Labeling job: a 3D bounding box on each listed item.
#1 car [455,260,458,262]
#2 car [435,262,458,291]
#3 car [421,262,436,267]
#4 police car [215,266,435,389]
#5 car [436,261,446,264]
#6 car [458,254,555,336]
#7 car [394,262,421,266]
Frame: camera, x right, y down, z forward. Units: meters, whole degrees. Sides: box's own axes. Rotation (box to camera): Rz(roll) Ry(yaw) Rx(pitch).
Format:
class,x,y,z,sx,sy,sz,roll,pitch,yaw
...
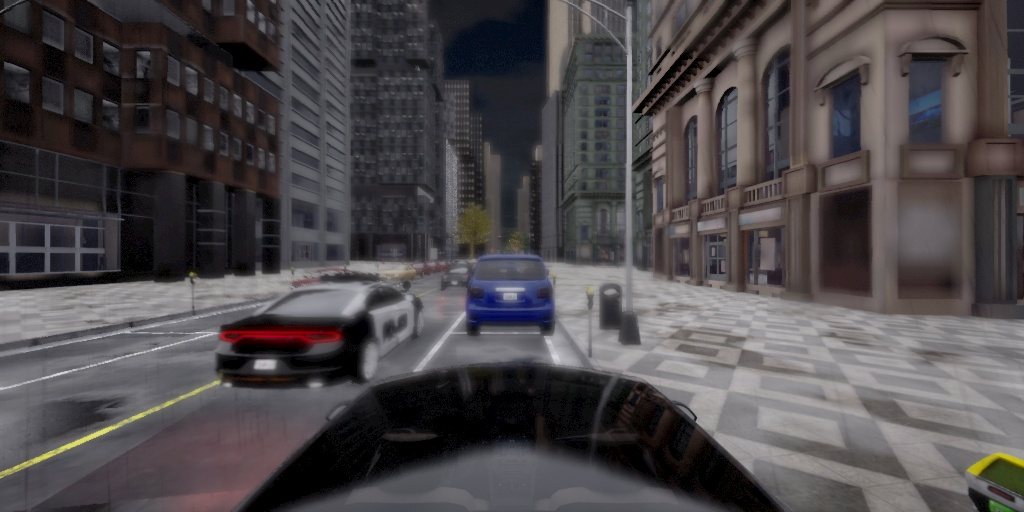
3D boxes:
class,x,y,z,sx,sy,sz,roll,pitch,yaw
car,-6.201,1.233,43.686,1.882,1.535,5.008,0,0,0
car,-3.096,1.277,21.784,1.812,1.442,4.674,0,0,1
car,-8.922,1.298,34.154,1.888,1.381,4.507,0,0,0
police car,-3.145,1.175,7.164,1.930,1.638,5.238,0,0,0
car,-8.923,1.299,39.680,1.888,1.381,4.507,0,0,0
car,-0.039,0.979,10.530,2.150,2.045,5.566,0,0,0
car,-8.921,1.278,28.459,1.751,1.417,4.829,0,0,0
